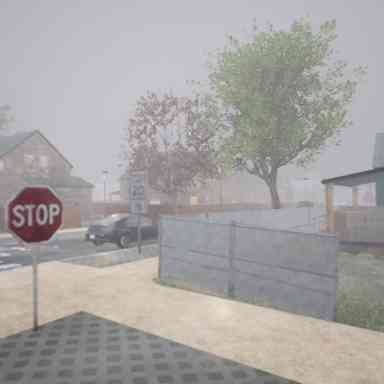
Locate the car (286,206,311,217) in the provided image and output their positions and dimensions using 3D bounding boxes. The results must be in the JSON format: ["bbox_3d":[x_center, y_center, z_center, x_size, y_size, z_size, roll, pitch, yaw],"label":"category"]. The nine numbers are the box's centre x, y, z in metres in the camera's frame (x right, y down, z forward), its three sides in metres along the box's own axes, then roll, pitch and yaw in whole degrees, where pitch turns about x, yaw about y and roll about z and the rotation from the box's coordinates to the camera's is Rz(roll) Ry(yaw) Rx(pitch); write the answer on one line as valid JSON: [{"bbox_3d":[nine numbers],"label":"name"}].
[{"bbox_3d":[14.869,2.665,46.249,1.895,1.301,4.718,-1,-2,35],"label":"car"}]

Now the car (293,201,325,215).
[{"bbox_3d":[14.670,2.130,41.042,2.150,2.045,5.566,-1,-2,35],"label":"car"}]

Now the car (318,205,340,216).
[{"bbox_3d":[20.454,2.686,49.502,2.033,1.411,5.357,-1,-2,35],"label":"car"}]

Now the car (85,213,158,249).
[{"bbox_3d":[-2.842,1.742,15.747,1.812,1.442,4.674,-1,-2,35],"label":"car"}]
